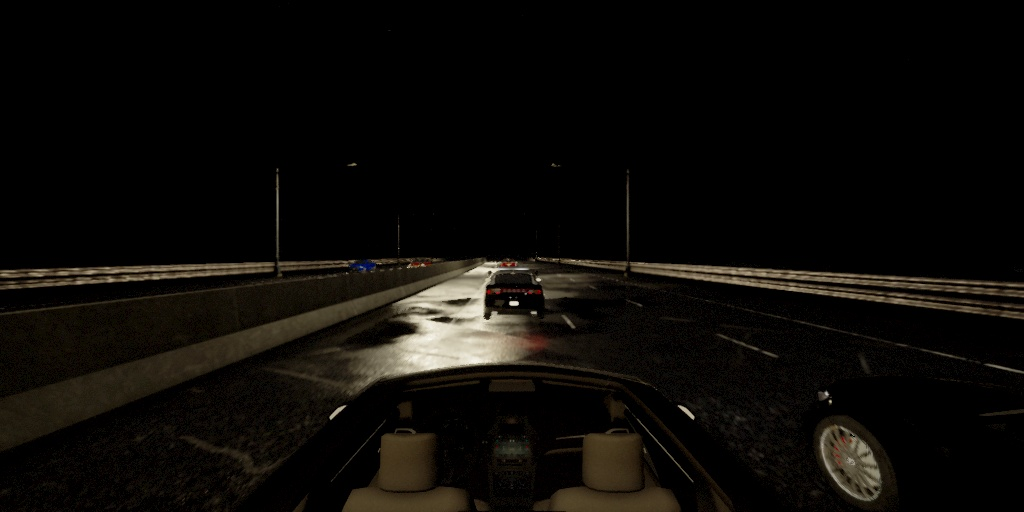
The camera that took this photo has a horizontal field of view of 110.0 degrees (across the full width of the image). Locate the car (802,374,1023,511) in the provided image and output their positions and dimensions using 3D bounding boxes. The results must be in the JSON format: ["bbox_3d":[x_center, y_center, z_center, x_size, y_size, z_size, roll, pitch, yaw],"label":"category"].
[{"bbox_3d":[3.594,1.275,1.331,1.812,1.442,4.674,0,0,0],"label":"car"}]

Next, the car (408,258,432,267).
[{"bbox_3d":[-11.114,1.085,43.489,2.097,1.767,4.553,0,0,-1],"label":"car"}]

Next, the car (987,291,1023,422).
[{"bbox_3d":[7.092,1.227,2.134,1.882,1.535,5.008,0,0,0],"label":"car"}]

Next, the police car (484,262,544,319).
[{"bbox_3d":[0.048,1.173,13.014,1.930,1.638,5.238,0,0,0],"label":"police car"}]

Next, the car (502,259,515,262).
[{"bbox_3d":[-0.414,1.085,42.811,2.097,1.767,4.553,0,0,-1],"label":"car"}]

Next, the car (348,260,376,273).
[{"bbox_3d":[-18.116,1.213,43.527,1.882,1.535,5.008,0,0,-1],"label":"car"}]
